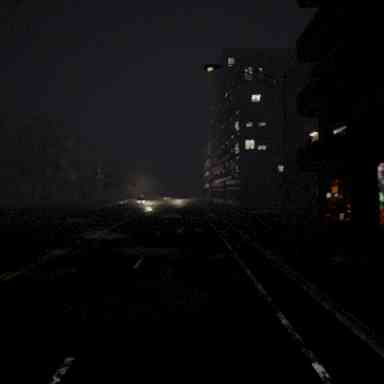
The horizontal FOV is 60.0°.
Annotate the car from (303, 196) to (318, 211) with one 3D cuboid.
[{"bbox_3d":[13.856,1.135,33.666,4.892,1.490,1.837,-1,0,14],"label":"car"}]

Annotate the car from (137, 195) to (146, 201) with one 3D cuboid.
[{"bbox_3d":[-12.517,1.505,83.378,2.128,1.511,4.902,0,0,-2],"label":"car"}]
